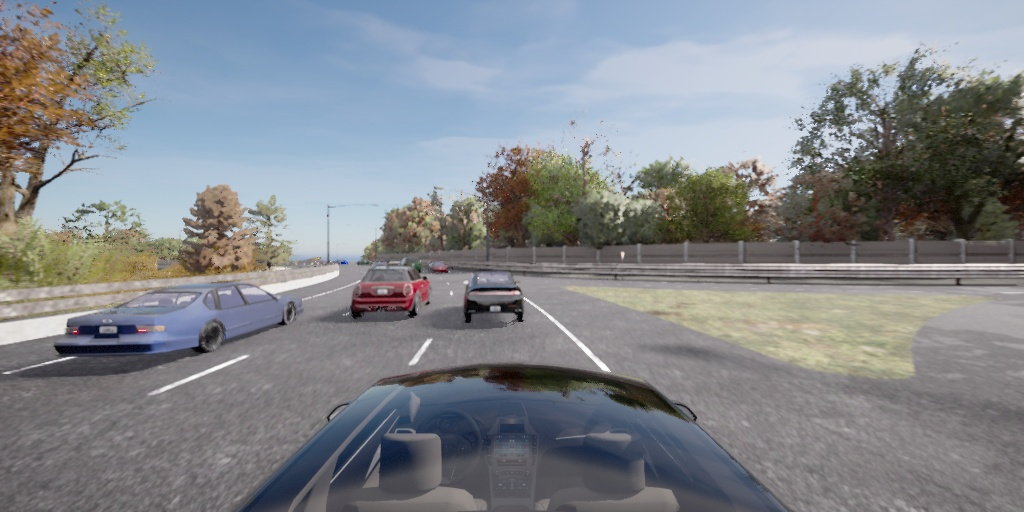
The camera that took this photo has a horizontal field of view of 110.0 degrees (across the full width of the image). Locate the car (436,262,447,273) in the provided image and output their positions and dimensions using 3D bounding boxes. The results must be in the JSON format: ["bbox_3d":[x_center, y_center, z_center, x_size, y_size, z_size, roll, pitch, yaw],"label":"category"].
[{"bbox_3d":[-9.831,1.505,47.084,1.994,1.385,4.181,0,0,-24],"label":"car"}]

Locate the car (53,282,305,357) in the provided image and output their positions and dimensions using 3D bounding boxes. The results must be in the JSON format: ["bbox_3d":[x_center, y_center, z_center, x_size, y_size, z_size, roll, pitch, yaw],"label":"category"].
[{"bbox_3d":[-7.287,1.352,8.805,2.033,1.411,5.357,0,0,-4],"label":"car"}]

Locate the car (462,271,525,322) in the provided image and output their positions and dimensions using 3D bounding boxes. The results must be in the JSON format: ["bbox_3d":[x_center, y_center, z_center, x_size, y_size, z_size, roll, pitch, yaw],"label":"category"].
[{"bbox_3d":[-0.696,1.280,12.508,2.128,1.511,4.902,0,0,-5],"label":"car"}]

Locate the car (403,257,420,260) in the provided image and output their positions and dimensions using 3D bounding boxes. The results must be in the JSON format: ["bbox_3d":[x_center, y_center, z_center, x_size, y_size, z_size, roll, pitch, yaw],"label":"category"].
[{"bbox_3d":[-12.837,1.170,45.279,2.150,2.045,5.566,0,0,-23],"label":"car"}]

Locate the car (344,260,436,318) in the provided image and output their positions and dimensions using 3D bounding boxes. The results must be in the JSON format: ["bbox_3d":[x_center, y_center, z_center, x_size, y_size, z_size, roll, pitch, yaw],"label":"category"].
[{"bbox_3d":[-4.312,1.159,13.498,2.097,1.767,4.553,0,0,-5],"label":"car"}]
